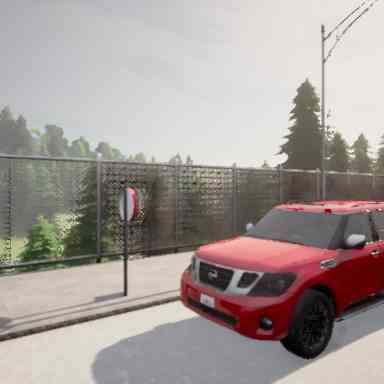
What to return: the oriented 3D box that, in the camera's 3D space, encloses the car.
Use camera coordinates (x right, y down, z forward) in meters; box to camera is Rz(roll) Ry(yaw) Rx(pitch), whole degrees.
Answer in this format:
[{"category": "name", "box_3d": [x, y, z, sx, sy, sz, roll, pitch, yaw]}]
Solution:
[{"category": "car", "box_3d": [2.478, 1.206, 6.335, 5.566, 2.045, 2.150, 0, 0, -35]}]
